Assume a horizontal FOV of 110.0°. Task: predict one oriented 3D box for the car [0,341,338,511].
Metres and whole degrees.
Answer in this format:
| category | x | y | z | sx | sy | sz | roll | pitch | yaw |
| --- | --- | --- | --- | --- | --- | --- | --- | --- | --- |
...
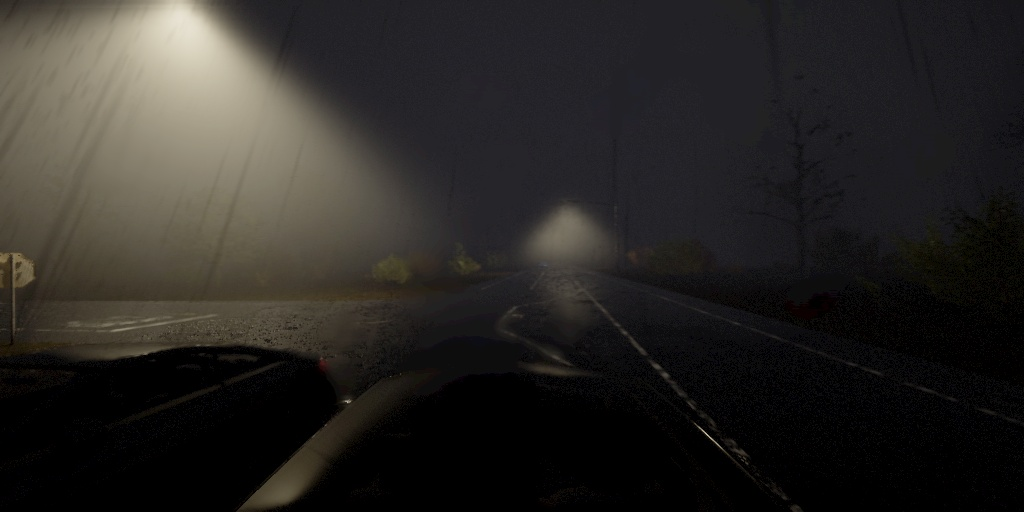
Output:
| category | x | y | z | sx | sy | sz | roll | pitch | yaw |
| --- | --- | --- | --- | --- | --- | --- | --- | --- | --- |
| car | -3.149 | 1.375 | 2.445 | 1.994 | 1.385 | 4.181 | -1 | -1 | 7 |
